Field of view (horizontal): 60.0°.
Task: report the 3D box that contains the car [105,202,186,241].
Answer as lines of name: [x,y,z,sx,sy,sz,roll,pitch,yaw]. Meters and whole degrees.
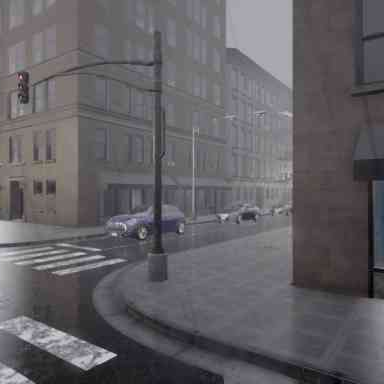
car: [-2.335,1.432,17.538,2.097,1.767,4.553,0,0,36]

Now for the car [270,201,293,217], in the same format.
car: [9.729,1.684,34.450,2.128,1.511,4.902,0,0,35]

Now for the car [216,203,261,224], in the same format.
car: [3.681,1.629,25.951,2.128,1.511,4.902,0,0,36]
